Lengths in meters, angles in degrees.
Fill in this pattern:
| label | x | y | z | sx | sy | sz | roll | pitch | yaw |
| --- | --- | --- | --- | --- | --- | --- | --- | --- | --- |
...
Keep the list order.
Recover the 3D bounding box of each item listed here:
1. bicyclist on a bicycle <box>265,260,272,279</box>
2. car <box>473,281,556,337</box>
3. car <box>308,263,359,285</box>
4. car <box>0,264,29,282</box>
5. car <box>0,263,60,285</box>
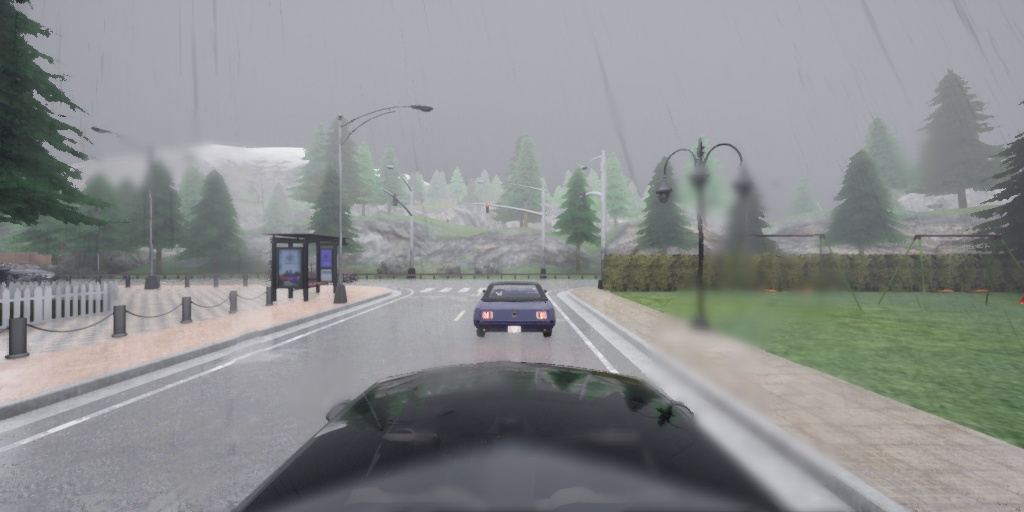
| label | x | y | z | sx | sy | sz | roll | pitch | yaw |
| --- | --- | --- | --- | --- | --- | --- | --- | --- | --- |
| bicyclist on a bicycle | -21.621 | 1.216 | 32.239 | 0.582 | 1.620 | 1.656 | 0 | 0 | 0 |
| car | 0.076 | 1.350 | 10.235 | 1.895 | 1.301 | 4.718 | 0 | 0 | 0 |
| car | -13.364 | 1.241 | 25.061 | 5.008 | 1.535 | 1.882 | 0 | 0 | 1 |
| car | -42.369 | 1.327 | 28.919 | 4.181 | 1.385 | 1.994 | 0 | 0 | 0 |
| car | -35.010 | 1.256 | 25.297 | 4.902 | 1.511 | 2.128 | 0 | 0 | 1 |
